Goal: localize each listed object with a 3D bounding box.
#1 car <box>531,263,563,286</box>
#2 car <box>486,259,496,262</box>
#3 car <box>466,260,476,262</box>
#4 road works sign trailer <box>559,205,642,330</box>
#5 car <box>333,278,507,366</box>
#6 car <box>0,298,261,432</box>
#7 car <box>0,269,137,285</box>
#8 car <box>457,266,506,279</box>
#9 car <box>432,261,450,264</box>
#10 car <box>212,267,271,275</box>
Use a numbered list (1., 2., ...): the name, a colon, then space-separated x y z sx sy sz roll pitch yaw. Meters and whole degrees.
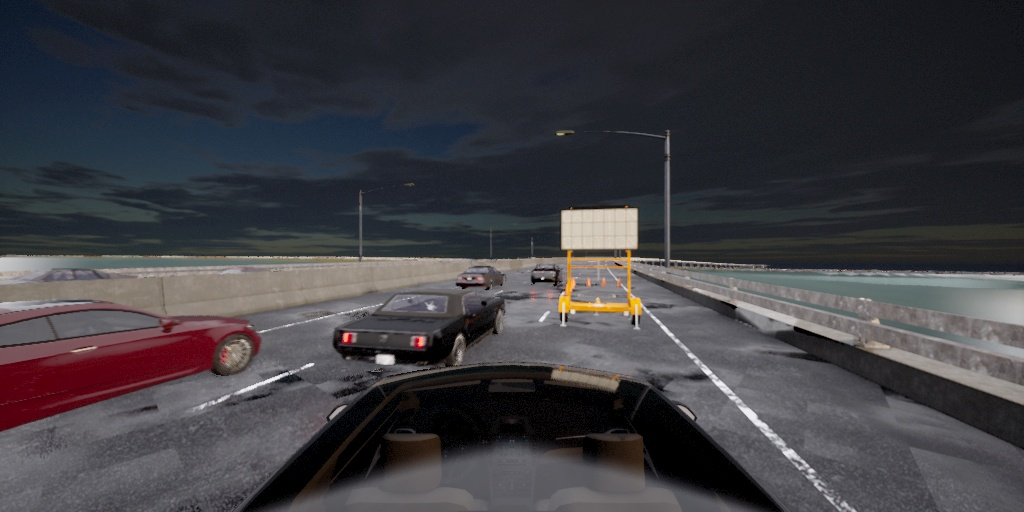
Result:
1. car: 2.574 1.268 25.843 2.128 1.511 4.902 0 0 13
2. car: -3.688 1.319 60.872 1.837 1.490 4.892 0 0 14
3. car: -6.945 1.379 62.278 1.994 1.385 4.181 0 0 14
4. road works sign trailer: 2.750 0.225 11.382 2.380 3.560 2.880 0 0 13
5. car: -1.520 1.358 7.859 1.895 1.301 4.718 0 0 13
6. car: -5.827 1.280 4.668 1.812 1.442 4.674 0 0 12
7. car: -21.232 1.320 16.838 2.033 1.411 5.357 0 0 13
8. car: -1.805 1.321 22.438 2.033 1.411 5.357 0 0 13
9. car: -11.428 1.417 58.703 1.895 1.301 4.718 0 0 14
10. car: -13.783 1.298 18.026 1.812 1.442 4.674 0 0 13
